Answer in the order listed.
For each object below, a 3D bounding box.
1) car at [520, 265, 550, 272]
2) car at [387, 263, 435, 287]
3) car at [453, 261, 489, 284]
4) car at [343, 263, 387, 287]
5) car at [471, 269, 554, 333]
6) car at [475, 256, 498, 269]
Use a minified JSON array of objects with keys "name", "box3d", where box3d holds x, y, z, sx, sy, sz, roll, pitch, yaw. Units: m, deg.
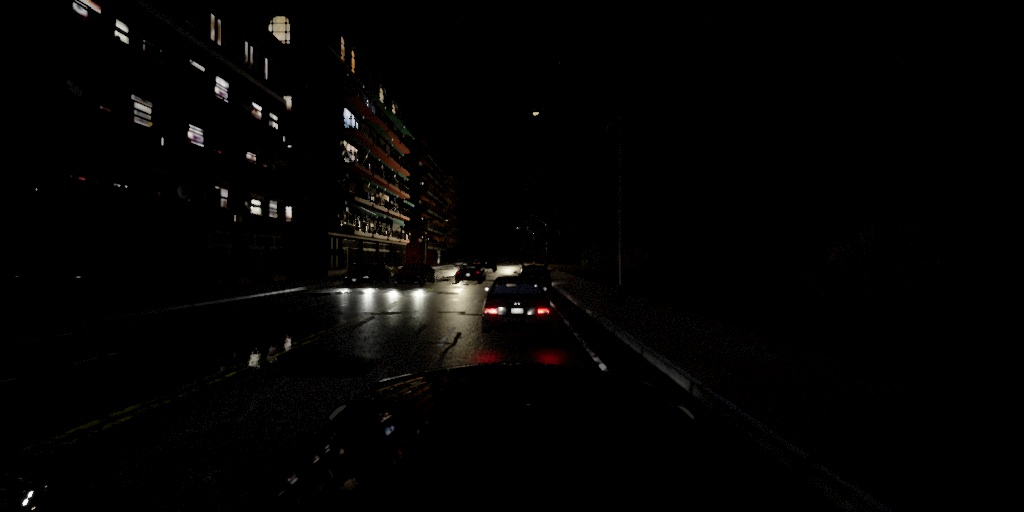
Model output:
[{"name":"car","box3d":[1.174,1.255,20.379,1.837,1.490,4.892,0,0,0]},{"name":"car","box3d":[-6.556,1.227,24.395,1.882,1.535,5.008,0,0,0]},{"name":"car","box3d":[-3.100,1.312,27.297,1.994,1.385,4.181,0,0,0]},{"name":"car","box3d":[-9.806,1.254,24.690,1.837,1.490,4.892,0,0,0]},{"name":"car","box3d":[0.120,1.298,10.691,2.033,1.411,5.357,0,0,0]},{"name":"car","box3d":[-3.068,0.969,45.815,2.150,2.045,5.566,0,0,1]}]
